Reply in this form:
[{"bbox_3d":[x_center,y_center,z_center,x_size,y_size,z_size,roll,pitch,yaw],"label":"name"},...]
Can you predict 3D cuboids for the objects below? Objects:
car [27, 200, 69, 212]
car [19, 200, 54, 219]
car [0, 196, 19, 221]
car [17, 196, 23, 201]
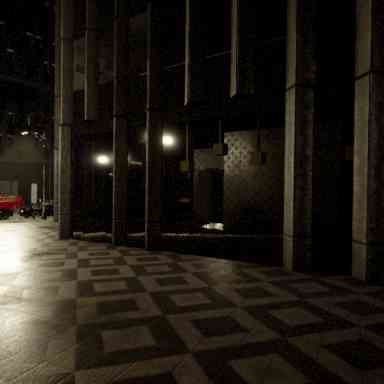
[{"bbox_3d":[-17.600,1.641,40.772,1.947,1.339,4.313,1,0,35],"label":"car"},{"bbox_3d":[-13.896,1.748,31.238,1.947,1.339,4.313,1,0,35],"label":"car"},{"bbox_3d":[-17.148,1.469,26.627,2.192,1.841,5.009,1,0,35],"label":"car"},{"bbox_3d":[-20.851,1.361,36.162,2.192,1.841,5.009,1,0,35],"label":"car"}]
